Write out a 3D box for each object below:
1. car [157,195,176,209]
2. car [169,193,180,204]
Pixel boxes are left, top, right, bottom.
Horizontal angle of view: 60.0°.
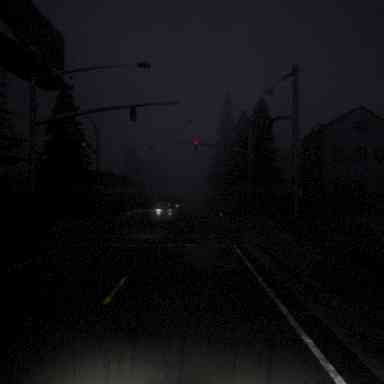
[{"bbox_3d":[-3.584,1.490,44.834,1.837,1.490,4.892,0,0,0],"label":"car"},{"bbox_3d":[-3.501,1.280,63.302,2.150,2.045,5.566,0,0,0],"label":"car"}]
